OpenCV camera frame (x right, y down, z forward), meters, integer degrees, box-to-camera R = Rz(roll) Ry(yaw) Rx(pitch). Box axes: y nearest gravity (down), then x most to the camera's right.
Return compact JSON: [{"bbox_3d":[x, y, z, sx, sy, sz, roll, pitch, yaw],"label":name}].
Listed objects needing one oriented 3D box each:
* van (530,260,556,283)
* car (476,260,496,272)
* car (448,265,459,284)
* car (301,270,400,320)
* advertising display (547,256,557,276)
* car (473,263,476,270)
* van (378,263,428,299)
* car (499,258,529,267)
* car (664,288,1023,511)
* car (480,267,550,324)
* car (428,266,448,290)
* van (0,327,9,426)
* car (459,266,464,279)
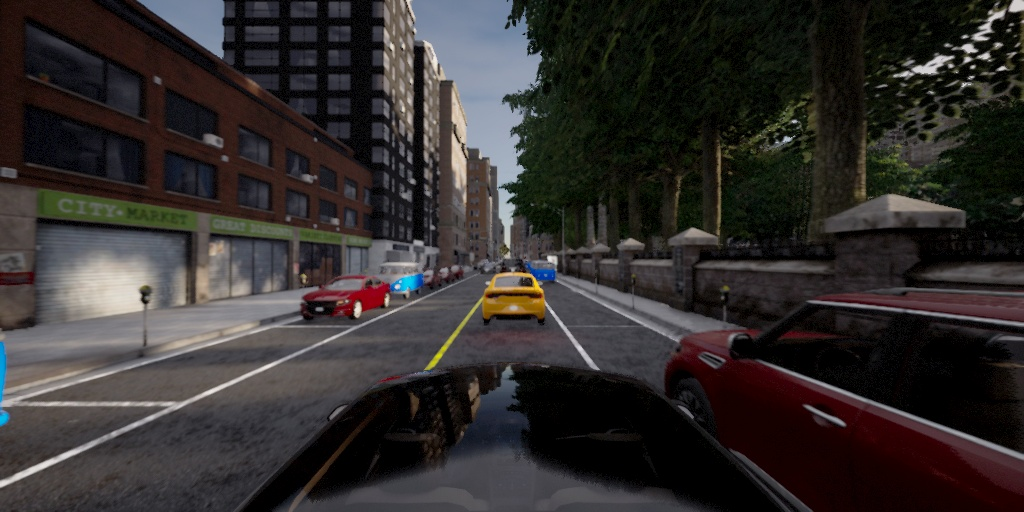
[{"bbox_3d":[2.669,1.325,30.156,1.690,1.789,3.998,0,0,0],"label":"van"},{"bbox_3d":[-3.084,1.602,46.966,2.128,1.511,4.902,0,0,0],"label":"car"},{"bbox_3d":[-5.856,1.566,30.129,1.802,1.307,4.207,0,0,0],"label":"car"},{"bbox_3d":[-5.856,1.392,13.147,1.888,1.381,4.507,0,0,0],"label":"car"},{"bbox_3d":[5.637,1.159,50.244,1.540,2.440,0.280,0,0,0],"label":"advertising display"},{"bbox_3d":[-5.854,1.793,64.092,1.948,1.339,4.313,0,0,0],"label":"car"},{"bbox_3d":[-5.856,1.234,18.808,1.690,1.789,3.998,0,0,0],"label":"van"},{"bbox_3d":[0.085,1.209,30.756,2.150,2.045,5.566,0,-1,0],"label":"car"},{"bbox_3d":[2.668,1.066,1.867,2.192,1.841,5.009,0,0,0],"label":"car"},{"bbox_3d":[0.067,1.319,12.500,1.882,1.535,5.008,0,0,0],"label":"car"},{"bbox_3d":[-5.856,1.521,24.468,1.802,1.307,4.207,0,0,0],"label":"car"},{"bbox_3d":[-5.857,1.092,1.827,1.690,1.789,3.998,0,0,0],"label":"van"},{"bbox_3d":[-5.856,1.573,35.789,1.888,1.381,4.507,0,0,0],"label":"car"}]
